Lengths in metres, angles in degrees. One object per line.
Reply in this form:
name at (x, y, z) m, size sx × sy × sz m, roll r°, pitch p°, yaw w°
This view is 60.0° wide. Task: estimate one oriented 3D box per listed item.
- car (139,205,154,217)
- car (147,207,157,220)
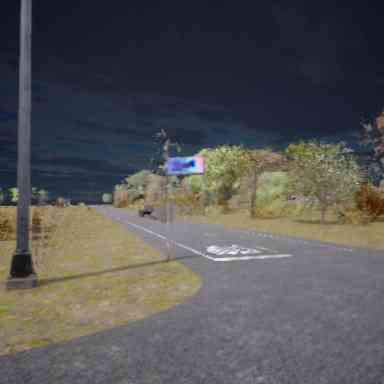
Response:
car at (-7.989, 3.335, 58.792) m, size 2.150 × 2.045 × 5.566 m, roll 0°, pitch -2°, yaw -18°
car at (-4.948, 3.325, 49.244) m, size 1.994 × 1.385 × 4.181 m, roll 0°, pitch -2°, yaw -17°
